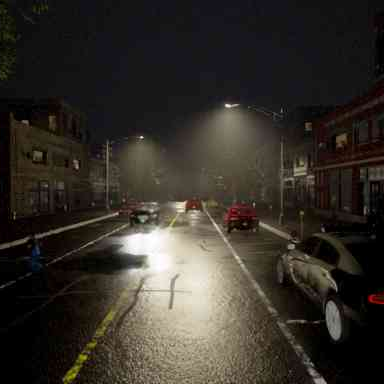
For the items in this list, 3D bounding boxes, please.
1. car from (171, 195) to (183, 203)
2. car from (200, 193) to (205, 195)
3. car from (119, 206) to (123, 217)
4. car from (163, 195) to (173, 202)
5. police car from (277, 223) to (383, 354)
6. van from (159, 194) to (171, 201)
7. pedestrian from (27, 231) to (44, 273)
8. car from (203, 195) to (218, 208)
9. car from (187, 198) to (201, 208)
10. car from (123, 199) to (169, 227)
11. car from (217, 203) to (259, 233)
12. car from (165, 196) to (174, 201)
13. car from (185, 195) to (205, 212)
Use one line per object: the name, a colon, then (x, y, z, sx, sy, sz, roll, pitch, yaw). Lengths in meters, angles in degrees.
car: (-2.729, 1.267, 64.556, 1.882, 1.535, 5.008, 0, 0, 0)
car: (2.980, 1.526, 69.386, 1.887, 1.381, 4.507, -1, 0, 0)
car: (-5.564, 1.574, 30.613, 1.802, 1.307, 4.206, 0, 0, 0)
car: (-5.378, 1.420, 74.965, 1.967, 1.590, 4.097, 0, 0, 0)
police car: (3.026, 1.424, 6.459, 1.930, 1.638, 5.238, 0, 0, 0)
van: (-5.426, 1.324, 63.877, 1.690, 1.788, 3.998, 0, 0, 0)
pedestrian: (-4.324, 1.573, 9.109, 0.375, 1.300, 0.375, -1, 1, -3)
car: (2.887, 1.513, 47.380, 1.752, 1.417, 4.829, -1, 0, 0)
car: (0.283, 1.552, 47.996, 1.994, 1.385, 4.181, 0, 0, 0)
car: (-3.005, 1.486, 22.834, 2.128, 1.511, 4.902, 0, 0, 0)
car: (2.769, 1.540, 19.490, 1.887, 1.381, 4.507, -1, 0, 0)
car: (-5.354, 1.560, 80.509, 1.802, 1.307, 4.206, 0, 0, 0)
car: (0.247, 1.468, 37.781, 1.882, 1.535, 5.008, 0, 0, 1)
